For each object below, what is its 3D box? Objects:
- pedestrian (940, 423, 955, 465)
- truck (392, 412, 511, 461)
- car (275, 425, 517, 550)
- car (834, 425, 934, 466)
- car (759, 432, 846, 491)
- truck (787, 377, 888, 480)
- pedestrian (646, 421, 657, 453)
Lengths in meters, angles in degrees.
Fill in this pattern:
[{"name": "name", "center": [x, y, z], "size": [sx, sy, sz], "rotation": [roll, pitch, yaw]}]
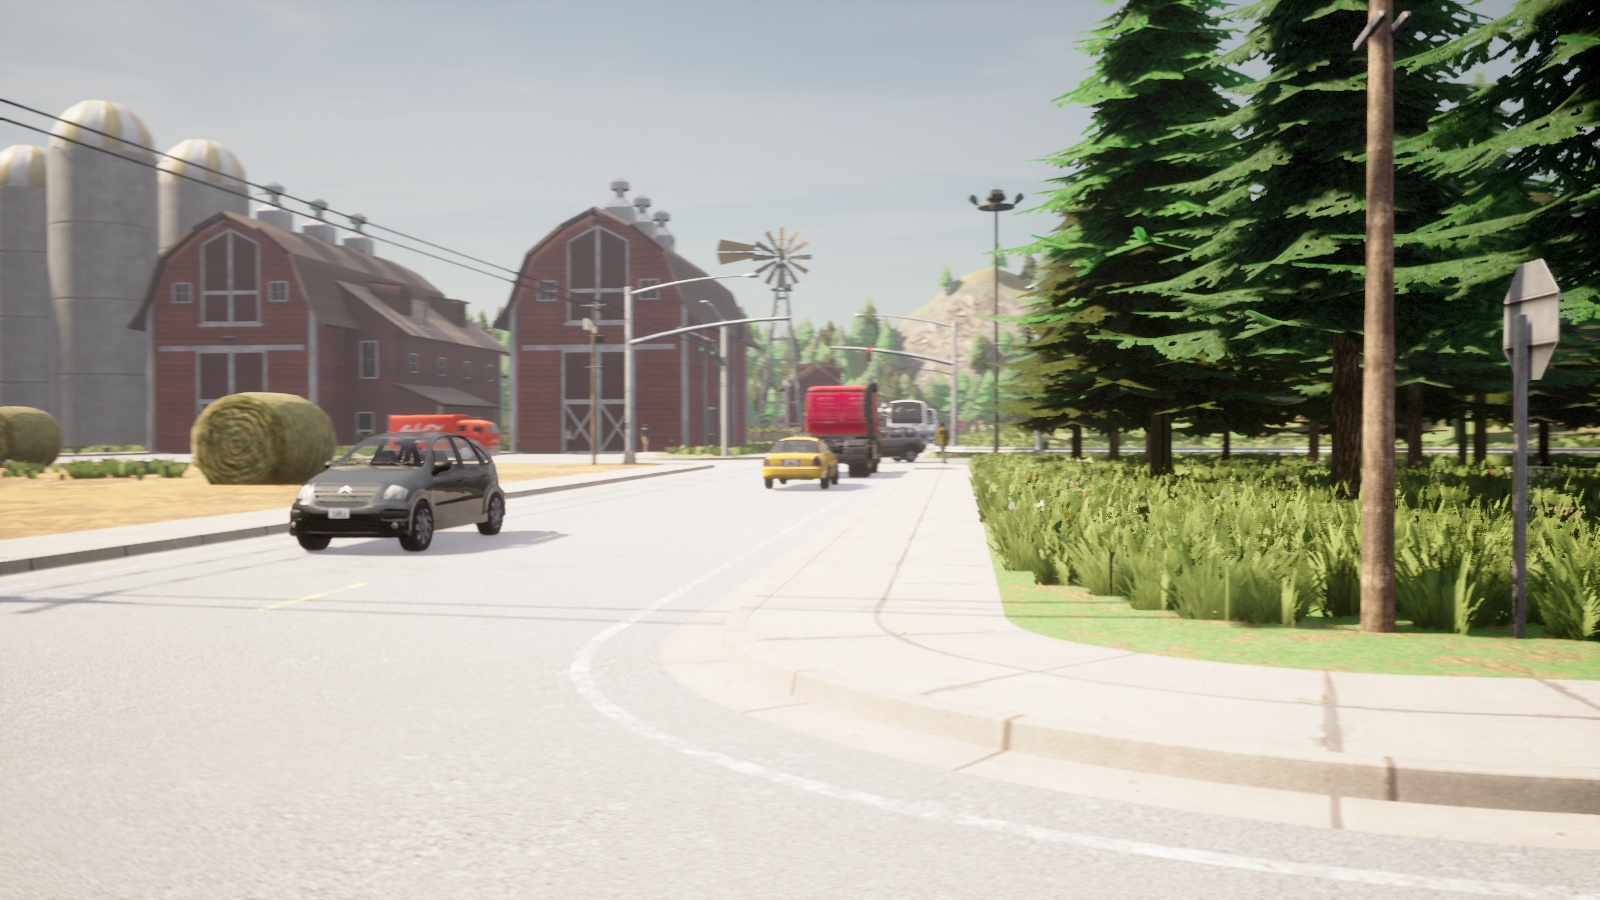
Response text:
[{"name": "pedestrian", "center": [6.476, -0.270, 55.151], "size": [0.431, 1.840, 0.709], "rotation": [0, 1, -14]}, {"name": "truck", "center": [-17.712, -0.698, 64.031], "size": [5.204, 2.467, 2.627], "rotation": [0, 1, 7]}, {"name": "car", "center": [-5.740, 0.456, 18.404], "size": [1.851, 1.617, 3.988], "rotation": [0, 1, 8]}, {"name": "car", "center": [4.240, -0.262, 63.645], "size": [4.605, 1.855, 1.932], "rotation": [-2, 2, -18]}, {"name": "car", "center": [0.163, 0.264, 36.164], "size": [1.801, 1.575, 5.366], "rotation": [0, 1, 8]}, {"name": "truck", "center": [1.536, -0.801, 46.393], "size": [2.891, 3.462, 7.936], "rotation": [0, 1, 8]}, {"name": "pedestrian", "center": [-9.167, -0.822, 77.421], "size": [0.423, 1.949, 0.788], "rotation": [0, 1, -23]}]
